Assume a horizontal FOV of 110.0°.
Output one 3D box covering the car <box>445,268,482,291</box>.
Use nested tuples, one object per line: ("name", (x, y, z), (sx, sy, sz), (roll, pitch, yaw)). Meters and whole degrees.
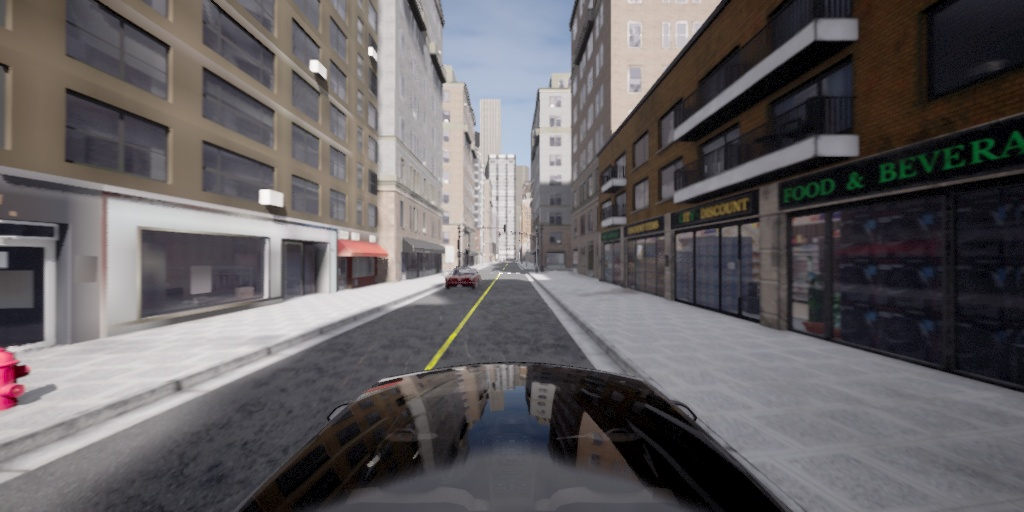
("car", (-3.091, 1.460, 23.289), (1.895, 1.301, 4.718), (0, 0, 0))
